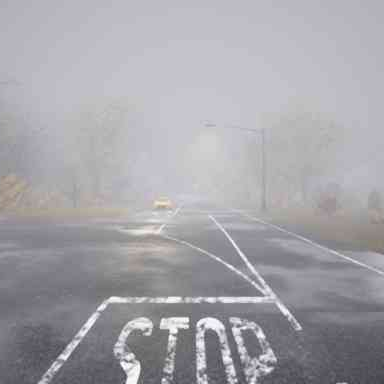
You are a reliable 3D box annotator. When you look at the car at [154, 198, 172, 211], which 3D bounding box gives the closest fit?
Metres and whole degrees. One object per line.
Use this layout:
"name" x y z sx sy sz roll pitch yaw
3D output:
"car" -3.550 1.470 41.108 1.882 1.535 5.008 0 0 0
